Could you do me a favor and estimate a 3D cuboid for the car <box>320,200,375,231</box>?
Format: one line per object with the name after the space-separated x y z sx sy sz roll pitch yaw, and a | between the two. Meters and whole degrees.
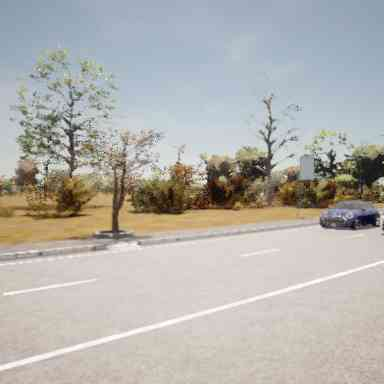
9.879 1.328 20.762 4.553 1.767 2.097 0 0 -41 | car

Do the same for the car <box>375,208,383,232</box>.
11.980 1.476 17.951 4.892 1.490 1.837 0 0 -41 | car
